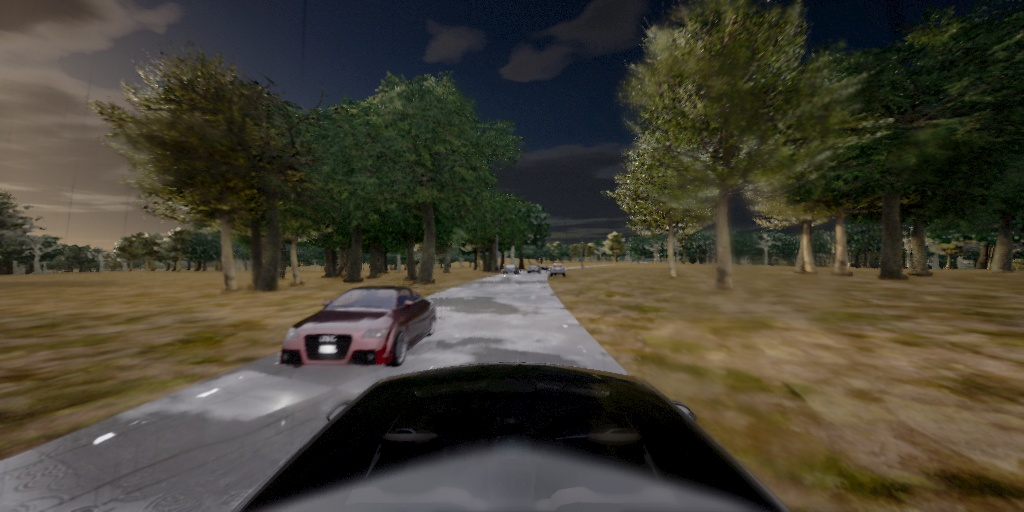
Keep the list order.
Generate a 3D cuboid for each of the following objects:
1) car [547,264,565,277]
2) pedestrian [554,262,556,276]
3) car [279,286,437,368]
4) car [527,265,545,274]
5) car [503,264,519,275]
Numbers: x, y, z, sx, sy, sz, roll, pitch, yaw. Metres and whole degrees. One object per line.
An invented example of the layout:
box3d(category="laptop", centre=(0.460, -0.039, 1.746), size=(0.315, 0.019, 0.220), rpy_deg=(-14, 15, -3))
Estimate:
box3d(category="car", centre=(5.613, 1.705, 44.247), size=(1.970, 1.475, 3.806), rpy_deg=(0, -1, 6))
box3d(category="pedestrian", centre=(5.586, 1.609, 46.628), size=(0.375, 1.860, 0.375), rpy_deg=(-1, 0, -8))
box3d(category="car", centre=(-3.014, 1.375, 7.923), size=(1.994, 1.385, 4.181), rpy_deg=(0, -1, 1))
box3d(category="car", centre=(3.340, 2.003, 54.293), size=(2.033, 1.411, 5.357), rpy_deg=(0, -1, 9))
box3d(category="car", centre=(-0.127, 1.879, 49.281), size=(1.812, 1.442, 4.674), rpy_deg=(0, -1, 7))
